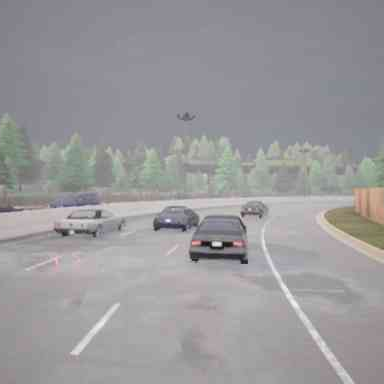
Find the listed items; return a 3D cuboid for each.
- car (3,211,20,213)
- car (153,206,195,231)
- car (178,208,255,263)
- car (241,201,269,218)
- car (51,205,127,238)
[{"bbox_3d":[-14.535,1.484,23.955,1.895,1.301,4.718,0,0,14],"label":"car"},{"bbox_3d":[-0.845,1.517,20.064,1.994,1.385,4.181,0,0,13],"label":"car"},{"bbox_3d":[1.082,1.526,11.932,2.033,1.411,5.357,0,0,9],"label":"car"},{"bbox_3d":[5.657,1.508,29.848,2.033,1.411,5.357,0,0,20],"label":"car"},{"bbox_3d":[-5.059,1.541,17.332,1.895,1.301,4.718,0,0,11],"label":"car"}]
